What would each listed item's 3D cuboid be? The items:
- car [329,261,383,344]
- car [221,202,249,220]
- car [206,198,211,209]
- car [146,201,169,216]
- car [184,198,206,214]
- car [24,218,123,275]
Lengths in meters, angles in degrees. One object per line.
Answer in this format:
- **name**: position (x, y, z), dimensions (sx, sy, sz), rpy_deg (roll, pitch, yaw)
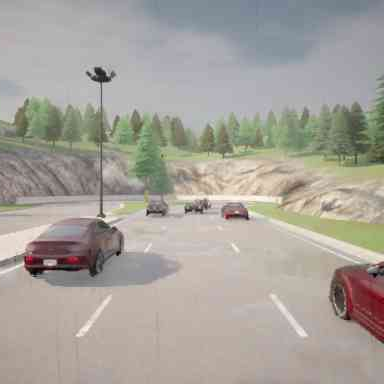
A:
- **car**: position (3.599, 1.563, 4.657), dimensions (1.994, 1.385, 4.181), rpy_deg (0, 0, 0)
- **car**: position (3.600, 1.562, 28.454), dimensions (1.994, 1.385, 4.181), rpy_deg (0, 0, 0)
- **car**: position (1.387, 1.489, 44.567), dimensions (2.128, 1.511, 4.902), rpy_deg (0, 0, 12)
- **car**: position (-3.357, 1.545, 32.848), dimensions (2.033, 1.411, 5.357), rpy_deg (0, 0, 1)
- **car**: position (0.251, 1.599, 35.364), dimensions (1.895, 1.301, 4.718), rpy_deg (0, 0, 2)
- **car**: position (-3.404, 1.525, 10.288), dimensions (1.812, 1.442, 4.674), rpy_deg (0, 0, 0)
